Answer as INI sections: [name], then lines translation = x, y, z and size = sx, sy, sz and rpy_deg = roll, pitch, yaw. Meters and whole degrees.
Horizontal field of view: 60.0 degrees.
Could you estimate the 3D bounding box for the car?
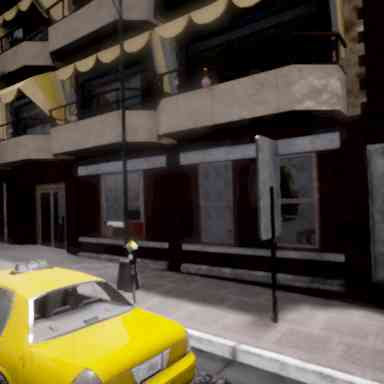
[car]
translation = -2.245, 1.566, 4.352
size = 4.829, 1.417, 1.752
rpy_deg = -1, -2, 36
